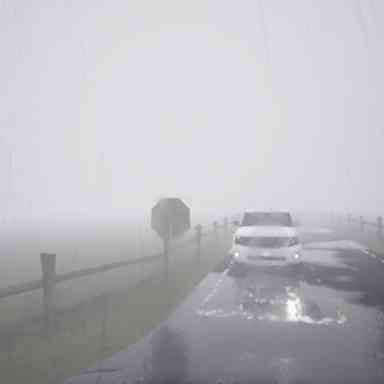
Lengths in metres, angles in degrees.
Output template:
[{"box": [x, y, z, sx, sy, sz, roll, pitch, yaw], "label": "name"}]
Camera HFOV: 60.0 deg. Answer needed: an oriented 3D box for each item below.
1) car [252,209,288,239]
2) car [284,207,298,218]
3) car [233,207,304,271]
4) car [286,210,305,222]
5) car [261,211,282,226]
[{"box": [5.329, 2.102, 22.701, 2.097, 1.767, 4.553, -1, -2, 14], "label": "car"}, {"box": [16.066, 3.329, 54.338, 1.882, 1.535, 5.008, -1, -2, 13], "label": "car"}, {"box": [2.921, 1.623, 12.820, 2.150, 2.045, 5.566, -1, -2, 14], "label": "car"}, {"box": [13.306, 3.043, 42.967, 1.895, 1.301, 4.718, -1, -2, 13], "label": "car"}, {"box": [8.495, 2.755, 35.617, 2.033, 1.411, 5.357, -1, -2, 14], "label": "car"}]
